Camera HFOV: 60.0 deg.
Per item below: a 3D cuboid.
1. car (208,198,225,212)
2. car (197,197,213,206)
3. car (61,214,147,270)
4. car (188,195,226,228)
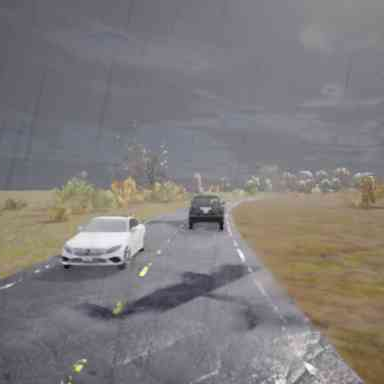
[{"bbox_3d":[2.989,1.476,39.964,1.812,1.442,4.674,0,0,8],"label":"car"},{"bbox_3d":[2.078,1.490,53.633,1.994,1.385,4.181,0,0,11],"label":"car"},{"bbox_3d":[-2.693,1.511,11.202,1.812,1.442,4.674,0,0,2],"label":"car"},{"bbox_3d":[1.005,1.198,21.900,2.150,2.045,5.566,0,0,4],"label":"car"}]
